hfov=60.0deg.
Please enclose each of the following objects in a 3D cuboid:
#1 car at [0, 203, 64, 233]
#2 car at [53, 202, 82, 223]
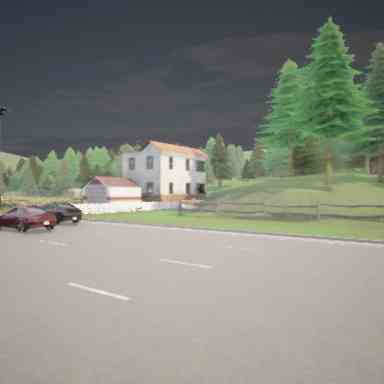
[{"bbox_3d":[-9.888,1.534,19.655,4.674,1.442,1.812,0,0,36],"label":"car"},{"bbox_3d":[-9.932,1.516,23.987,4.892,1.490,1.837,0,0,36],"label":"car"}]
